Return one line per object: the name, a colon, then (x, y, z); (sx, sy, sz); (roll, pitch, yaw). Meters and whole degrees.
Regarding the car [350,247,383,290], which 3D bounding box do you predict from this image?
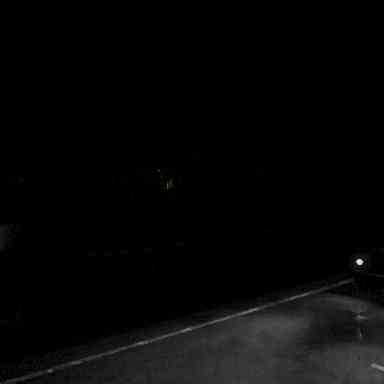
car: (5.779, 1.601, 7.934); (4.718, 1.301, 1.895); (0, 0, -37)
